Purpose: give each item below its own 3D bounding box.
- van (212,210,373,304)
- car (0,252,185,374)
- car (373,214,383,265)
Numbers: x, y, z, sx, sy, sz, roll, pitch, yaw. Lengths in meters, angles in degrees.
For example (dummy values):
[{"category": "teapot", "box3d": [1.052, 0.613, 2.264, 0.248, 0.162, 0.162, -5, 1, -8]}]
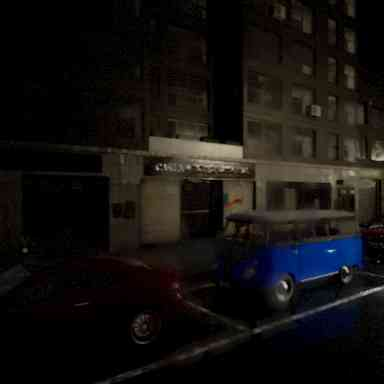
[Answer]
[{"category": "van", "box3d": [2.346, 1.340, 7.864, 3.998, 1.788, 1.690, 0, 0, -36]}, {"category": "car", "box3d": [-2.059, 1.582, 4.720, 4.206, 1.307, 1.802, 0, 0, -36]}, {"category": "car", "box3d": [6.752, 1.438, 11.008, 4.097, 1.590, 1.967, 0, 0, -36]}]
